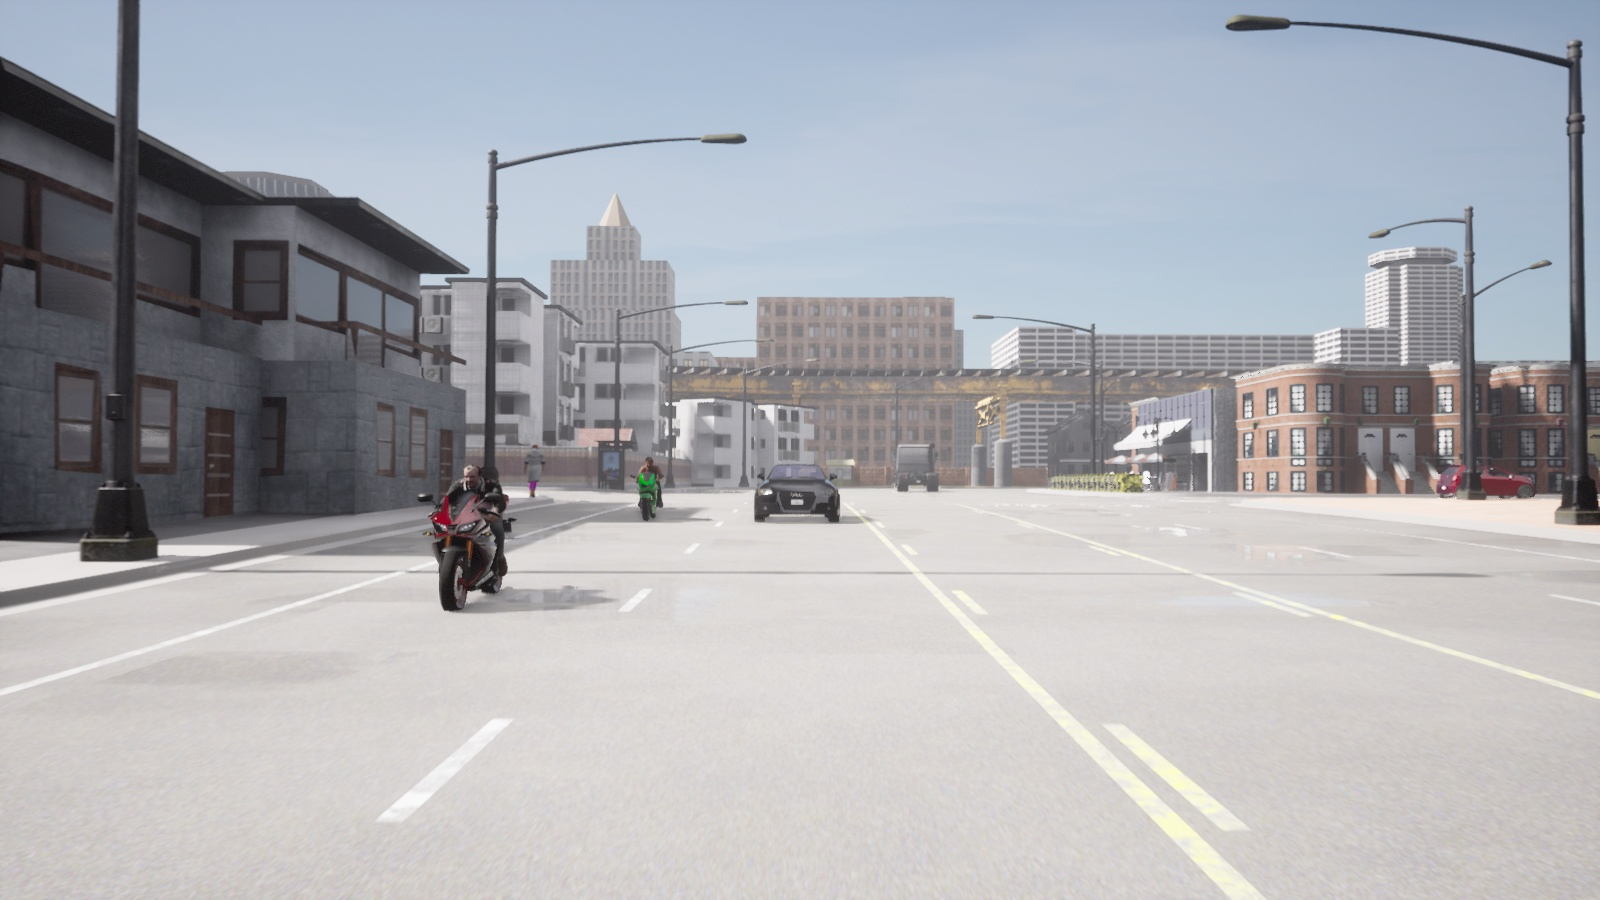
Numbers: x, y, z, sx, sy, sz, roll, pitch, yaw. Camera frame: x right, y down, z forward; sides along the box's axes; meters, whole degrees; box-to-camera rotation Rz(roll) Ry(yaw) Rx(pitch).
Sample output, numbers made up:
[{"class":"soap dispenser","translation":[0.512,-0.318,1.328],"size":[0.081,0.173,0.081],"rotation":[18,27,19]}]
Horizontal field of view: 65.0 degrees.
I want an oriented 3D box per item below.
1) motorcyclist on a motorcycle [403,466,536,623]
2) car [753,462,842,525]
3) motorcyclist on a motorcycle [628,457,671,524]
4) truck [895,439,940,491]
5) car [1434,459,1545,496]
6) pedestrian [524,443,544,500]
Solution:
[{"class":"motorcyclist on a motorcycle","translation":[-3.528,0.956,13.626],"size":[0.866,1.530,2.191],"rotation":[0,0,0]},{"class":"car","translation":[-0.064,1.007,30.447],"size":[1.994,1.385,4.181],"rotation":[0,0,0]},{"class":"motorcyclist on a motorcycle","translation":[-3.565,0.936,29.878],"size":[0.797,1.523,2.044],"rotation":[0,0,0]},{"class":"truck","translation":[8.183,1.099,88.199],"size":[2.891,3.462,7.936],"rotation":[0,-1,3]},{"class":"car","translation":[28.982,1.158,52.875],"size":[3.633,1.501,1.845],"rotation":[0,-1,1]},{"class":"pedestrian","translation":[-9.226,0.752,43.544],"size":[0.659,1.952,0.873],"rotation":[0,-1,-13]}]
